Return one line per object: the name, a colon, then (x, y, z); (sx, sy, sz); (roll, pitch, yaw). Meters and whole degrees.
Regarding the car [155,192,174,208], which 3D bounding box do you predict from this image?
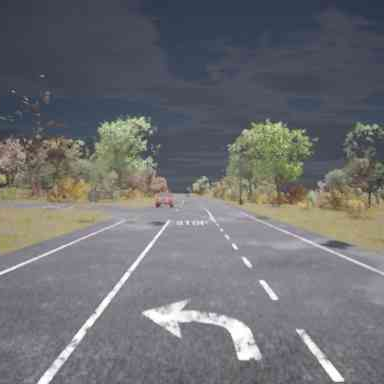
car: (-3.509, 1.047, 43.246); (2.150, 2.045, 5.566); (1, -2, 0)
